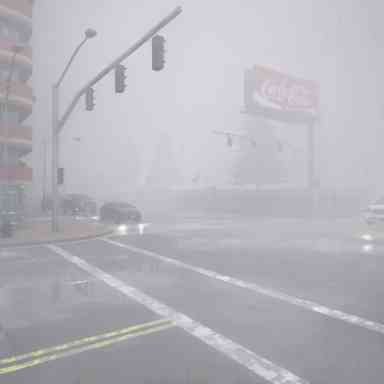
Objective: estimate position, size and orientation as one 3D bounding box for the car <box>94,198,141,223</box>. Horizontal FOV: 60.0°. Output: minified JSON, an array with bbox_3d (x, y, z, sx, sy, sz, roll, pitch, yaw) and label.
[{"bbox_3d":[-5.649,1.505,25.824,1.837,1.490,4.892,0,0,-36],"label":"car"}]

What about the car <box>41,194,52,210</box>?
[{"bbox_3d":[-17.801,1.221,42.734,2.150,2.045,5.566,0,0,-35],"label":"car"}]

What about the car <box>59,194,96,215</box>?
[{"bbox_3d":[-11.645,1.221,34.161,2.150,2.045,5.566,0,0,-36],"label":"car"}]

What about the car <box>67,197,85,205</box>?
[{"bbox_3d":[-20.554,1.564,58.864,1.994,1.385,4.181,0,0,-36],"label":"car"}]

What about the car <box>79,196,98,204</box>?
[{"bbox_3d":[-19.973,1.478,64.047,1.882,1.535,5.008,0,0,-36],"label":"car"}]

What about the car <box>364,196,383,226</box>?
[{"bbox_3d":[13.902,1.224,22.469,5.566,2.045,2.150,0,0,-35],"label":"car"}]

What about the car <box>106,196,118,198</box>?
[{"bbox_3d":[-13.455,1.500,54.986,1.837,1.490,4.892,0,-2,-35],"label":"car"}]
